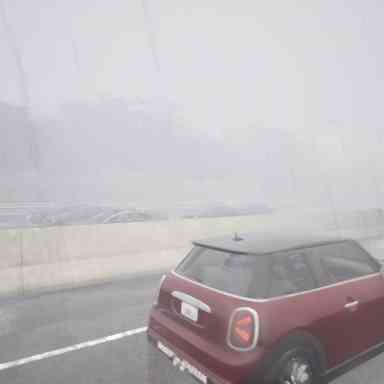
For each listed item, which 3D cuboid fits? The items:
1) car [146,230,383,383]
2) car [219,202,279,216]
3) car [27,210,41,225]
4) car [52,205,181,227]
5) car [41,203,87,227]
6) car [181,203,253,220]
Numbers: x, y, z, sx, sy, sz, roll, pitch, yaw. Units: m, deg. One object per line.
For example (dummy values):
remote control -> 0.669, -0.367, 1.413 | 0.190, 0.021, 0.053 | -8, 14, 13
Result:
car -> 1.700, 1.355, 4.953 | 4.553, 1.767, 2.097 | 0, 0, -35
car -> 5.264, 1.574, 29.178 | 5.357, 1.411, 2.033 | 0, 0, -35
car -> -8.547, 1.494, 22.763 | 4.902, 1.511, 2.128 | 0, 0, -38
car -> -3.208, 1.494, 14.592 | 4.902, 1.511, 2.128 | 0, 0, -35
car -> -6.218, 1.551, 20.923 | 5.357, 1.411, 2.033 | 0, 0, -35
car -> 1.538, 1.614, 22.255 | 4.718, 1.301, 1.895 | 0, 0, -35
